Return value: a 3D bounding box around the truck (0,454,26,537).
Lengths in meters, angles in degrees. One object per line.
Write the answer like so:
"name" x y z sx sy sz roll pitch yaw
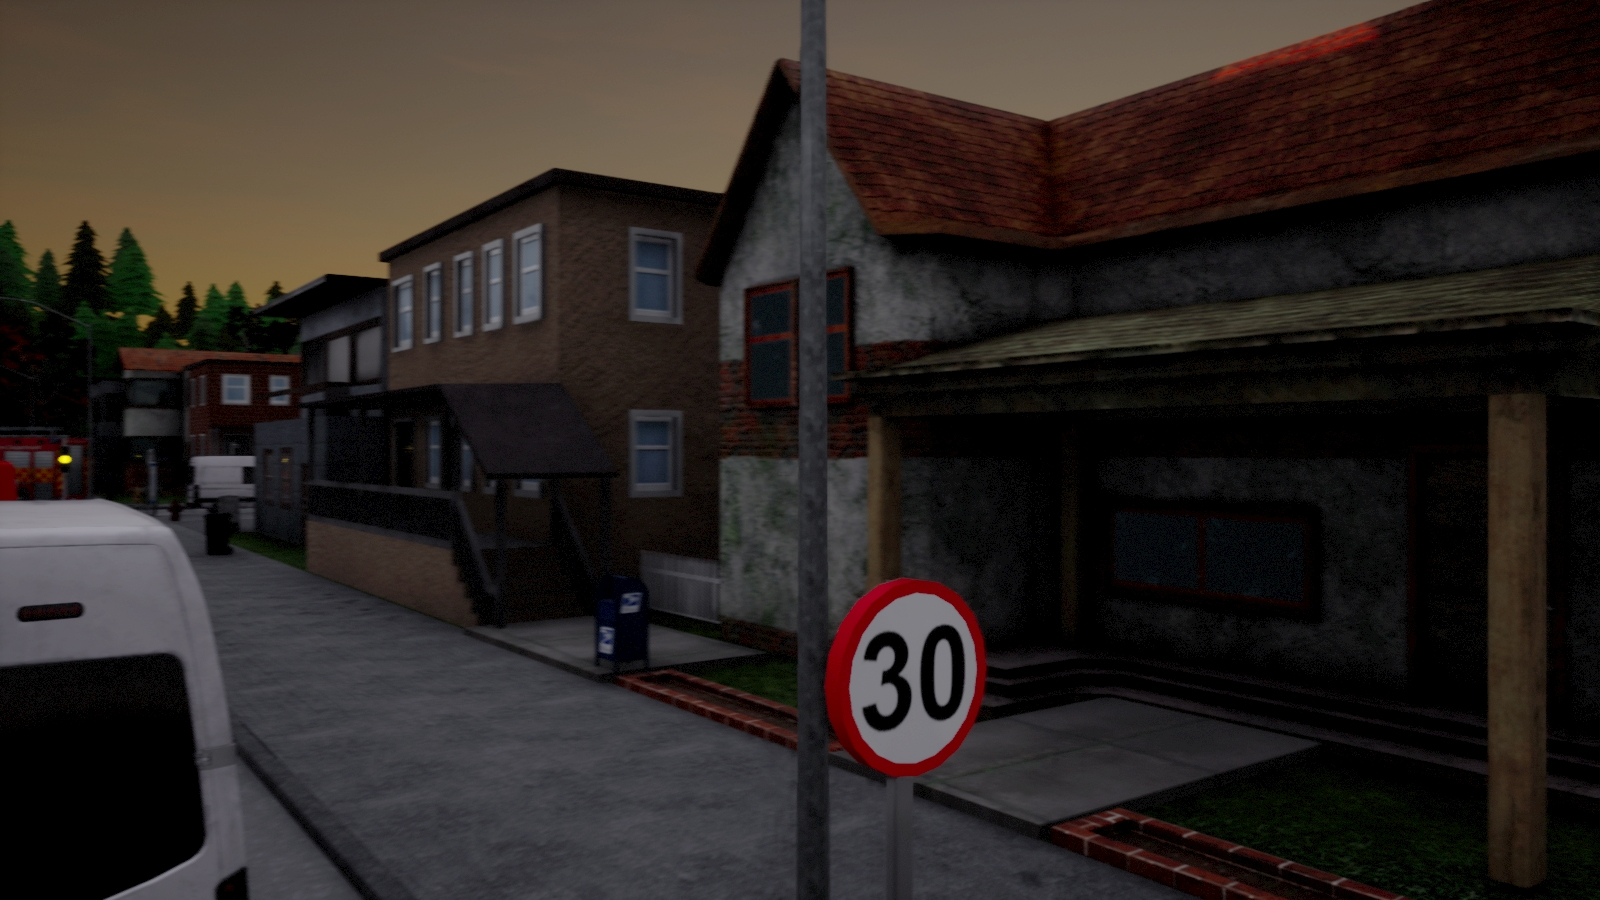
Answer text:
"truck" -25.691 1.352 35.440 2.627 2.467 5.204 0 0 -36

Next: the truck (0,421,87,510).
"truck" -36.867 0.678 50.836 8.468 3.827 2.891 0 0 0

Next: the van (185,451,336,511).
"van" -24.277 1.327 51.545 5.915 2.561 1.988 0 0 -37

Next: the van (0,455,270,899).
"van" -4.391 1.315 5.835 1.988 2.561 5.915 0 0 -36

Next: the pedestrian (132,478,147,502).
"pedestrian" -31.593 1.908 54.631 0.500 1.100 0.500 0 0 42

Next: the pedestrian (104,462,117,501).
"pedestrian" -33.604 1.527 55.669 0.375 1.860 0.375 0 0 27
